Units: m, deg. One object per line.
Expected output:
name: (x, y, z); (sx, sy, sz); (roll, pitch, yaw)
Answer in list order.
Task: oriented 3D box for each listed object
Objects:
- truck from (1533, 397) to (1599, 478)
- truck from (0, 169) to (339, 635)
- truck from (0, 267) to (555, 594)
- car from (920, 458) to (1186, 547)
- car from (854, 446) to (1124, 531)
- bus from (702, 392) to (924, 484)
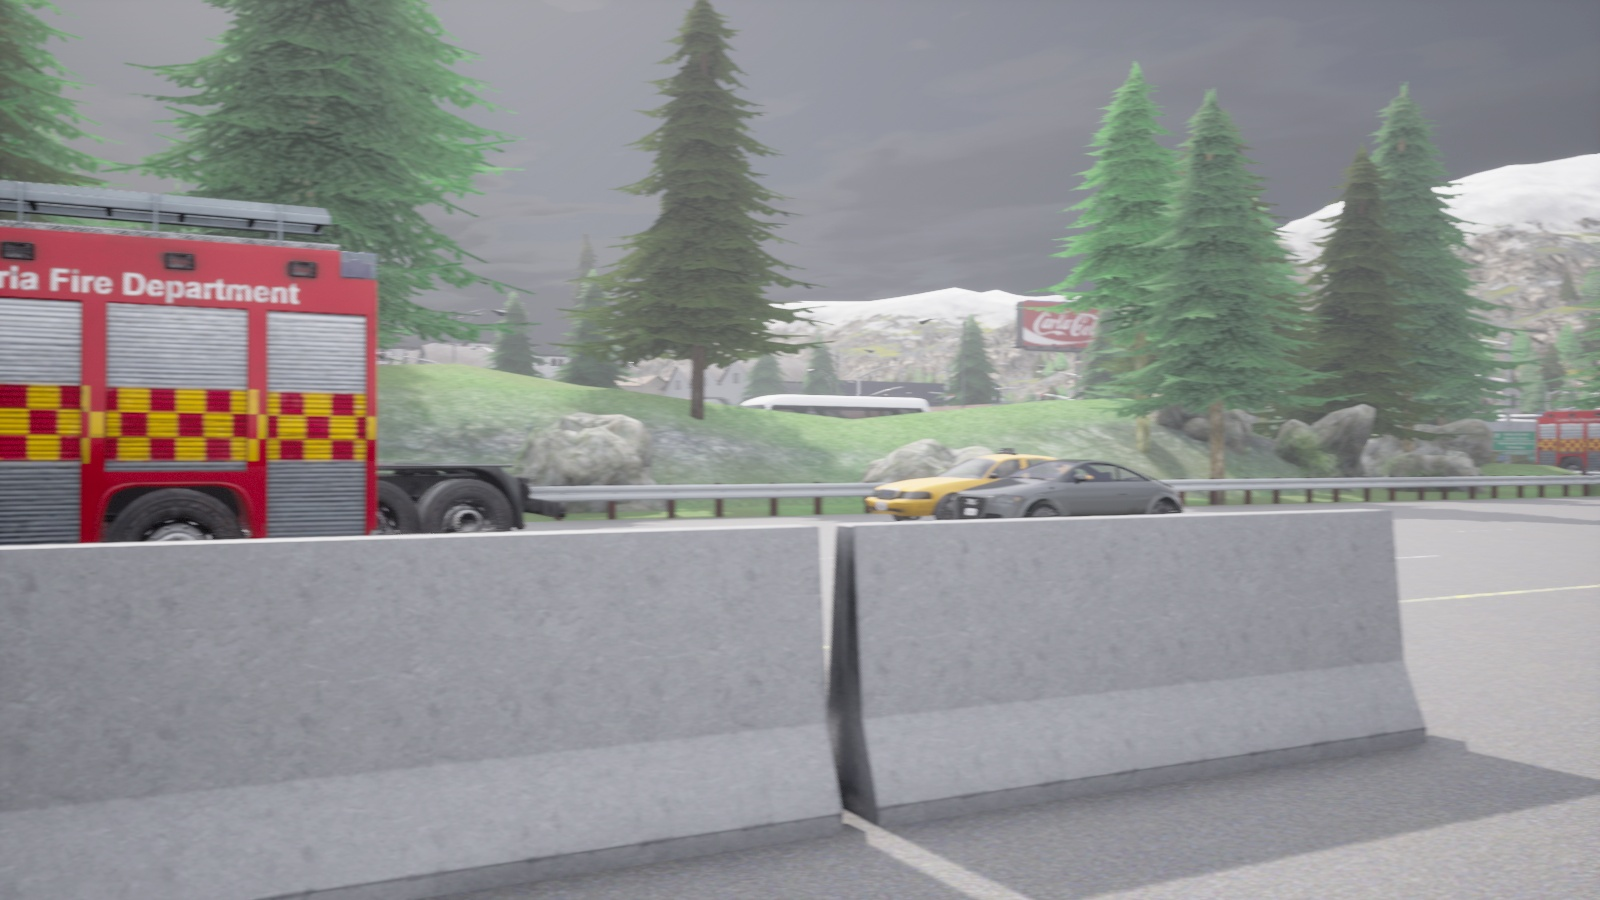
truck: (39.322, -0.591, 58.666); (2.891, 3.827, 8.468); (0, 0, -28)
truck: (-8.661, -0.391, 10.853); (8.468, 3.827, 2.891); (0, 0, -28)
truck: (-7.319, -0.203, 15.515); (7.936, 3.462, 2.891); (0, 0, -28)
car: (4.384, 0.833, 21.682); (4.181, 1.385, 1.994); (0, 0, -28)
car: (3.875, 0.714, 25.368); (5.366, 1.575, 1.801); (0, 0, -28)
bus: (0.706, -0.547, 61.830); (10.273, 4.253, 3.944); (0, 0, -28)
